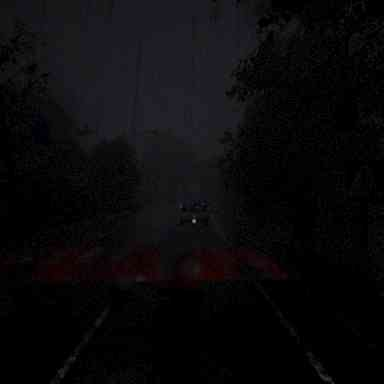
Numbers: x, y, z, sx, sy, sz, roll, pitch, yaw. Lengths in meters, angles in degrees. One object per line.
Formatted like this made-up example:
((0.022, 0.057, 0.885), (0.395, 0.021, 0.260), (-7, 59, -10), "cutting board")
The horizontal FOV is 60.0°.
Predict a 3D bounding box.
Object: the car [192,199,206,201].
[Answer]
((0.898, 1.457, 40.349), (1.895, 1.301, 4.718), (0, -1, 6), "car")

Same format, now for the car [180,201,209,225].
((0.161, 1.555, 23.484), (1.895, 1.301, 4.718), (0, 1, 1), "car")
